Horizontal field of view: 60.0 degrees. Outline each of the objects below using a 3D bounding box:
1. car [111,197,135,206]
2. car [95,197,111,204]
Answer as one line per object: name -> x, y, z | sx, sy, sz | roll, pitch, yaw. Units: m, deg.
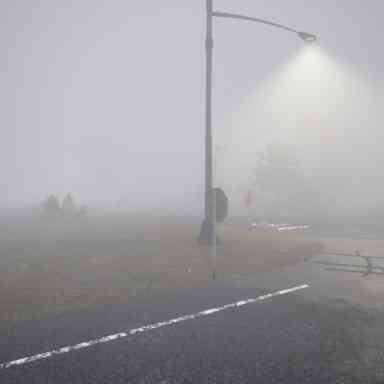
car -> -10.700, 1.472, 52.641 | 1.994, 1.385, 4.181 | 0, 0, -33
car -> -16.270, 1.490, 60.953 | 1.895, 1.301, 4.718 | 0, 0, -34
